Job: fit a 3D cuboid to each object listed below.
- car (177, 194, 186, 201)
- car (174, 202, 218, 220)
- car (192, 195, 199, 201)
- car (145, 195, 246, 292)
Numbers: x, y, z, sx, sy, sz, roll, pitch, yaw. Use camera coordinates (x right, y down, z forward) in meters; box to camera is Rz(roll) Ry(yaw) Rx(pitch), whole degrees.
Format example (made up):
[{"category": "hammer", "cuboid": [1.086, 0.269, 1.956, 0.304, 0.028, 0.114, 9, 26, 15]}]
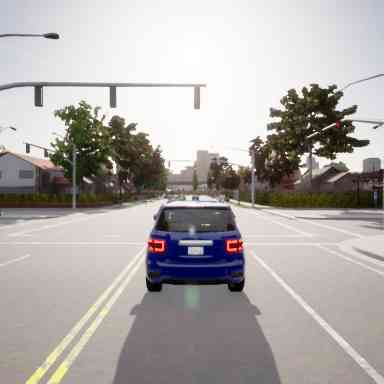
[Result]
[{"category": "car", "cuboid": [-2.574, 1.355, 82.927, 2.097, 1.767, 4.553, 0, 0, 0]}, {"category": "car", "cuboid": [0.283, 1.601, 29.556, 1.895, 1.301, 4.718, 0, 0, -28]}, {"category": "car", "cuboid": [0.961, 1.478, 88.056, 1.882, 1.535, 5.008, 0, 0, 0]}, {"category": "car", "cuboid": [0.074, 1.222, 9.098, 2.150, 2.045, 5.566, 0, 0, 0]}]
